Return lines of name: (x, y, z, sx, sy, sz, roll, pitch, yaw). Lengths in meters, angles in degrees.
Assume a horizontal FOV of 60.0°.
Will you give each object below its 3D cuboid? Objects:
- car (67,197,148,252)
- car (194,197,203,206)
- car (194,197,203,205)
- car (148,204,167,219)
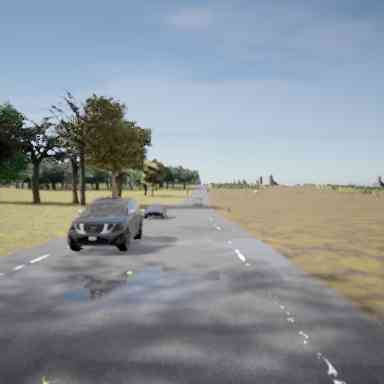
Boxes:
car: (-3.545, 1.289, 14.683, 2.150, 2.045, 5.566, 0, 0, 0)
car: (1.367, 2.607, 80.525, 1.812, 1.442, 4.674, 0, -1, 2)
car: (1.788, 2.379, 90.551, 2.150, 2.045, 5.566, 0, -1, 2)
car: (-3.503, 1.855, 32.852, 2.033, 1.411, 5.357, 0, -1, 0)
